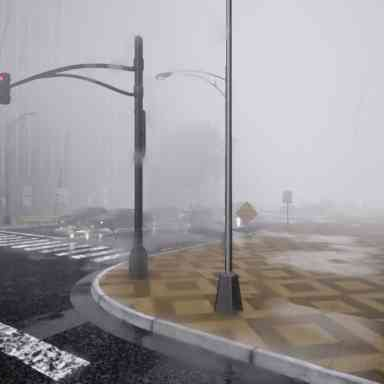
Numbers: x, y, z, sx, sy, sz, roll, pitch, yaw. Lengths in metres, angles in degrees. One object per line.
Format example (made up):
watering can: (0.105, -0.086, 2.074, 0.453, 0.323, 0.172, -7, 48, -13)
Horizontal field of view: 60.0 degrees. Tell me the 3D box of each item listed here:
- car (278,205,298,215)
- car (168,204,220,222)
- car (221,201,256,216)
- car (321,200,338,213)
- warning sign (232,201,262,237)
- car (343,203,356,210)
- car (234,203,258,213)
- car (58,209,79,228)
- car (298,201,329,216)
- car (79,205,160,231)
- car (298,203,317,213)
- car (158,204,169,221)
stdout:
car: (13.571, 2.450, 46.225, 1.895, 1.301, 4.718, 0, -1, 33)
car: (0.310, 1.992, 31.829, 2.128, 1.511, 4.902, 0, -1, 33)
car: (5.777, 2.034, 40.340, 2.097, 1.767, 4.553, 0, -1, 33)
car: (21.758, 2.254, 53.066, 2.150, 2.045, 5.566, 0, -1, 33)
warning sign: (3.059, 1.454, 18.575, 1.300, 1.860, 1.060, 1, 1, 33)
car: (31.285, 2.837, 65.825, 1.812, 1.442, 4.674, 0, -1, 33)
car: (8.097, 2.370, 49.885, 1.812, 1.442, 4.674, 0, -1, 32)
car: (-7.822, 1.844, 25.153, 1.812, 1.442, 4.674, 0, -1, 31)
car: (16.241, 2.343, 44.374, 2.128, 1.511, 4.902, 0, -1, 33)
car: (-4.950, 1.874, 23.625, 2.033, 1.411, 5.357, 0, -1, 33)
car: (19.003, 2.593, 54.792, 1.994, 1.385, 4.181, 0, -1, 33)
car: (-2.861, 1.988, 32.905, 1.837, 1.490, 4.892, 0, -1, 33)
